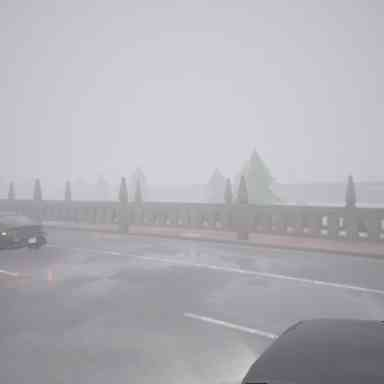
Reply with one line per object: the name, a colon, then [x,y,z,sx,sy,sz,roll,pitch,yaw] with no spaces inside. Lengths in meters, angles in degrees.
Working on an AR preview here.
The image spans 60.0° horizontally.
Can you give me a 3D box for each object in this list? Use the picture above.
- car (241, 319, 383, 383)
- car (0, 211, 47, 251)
car: [2.904,1.542,1.814,5.357,1.411,2.033,0,0,35]
car: [-7.352,1.436,12.239,4.674,1.442,1.812,0,0,29]
